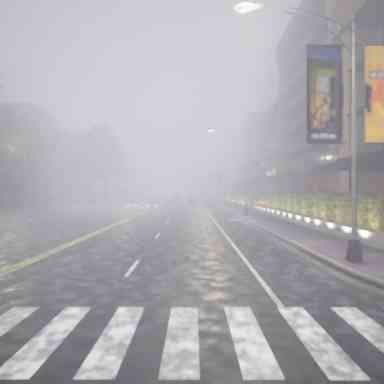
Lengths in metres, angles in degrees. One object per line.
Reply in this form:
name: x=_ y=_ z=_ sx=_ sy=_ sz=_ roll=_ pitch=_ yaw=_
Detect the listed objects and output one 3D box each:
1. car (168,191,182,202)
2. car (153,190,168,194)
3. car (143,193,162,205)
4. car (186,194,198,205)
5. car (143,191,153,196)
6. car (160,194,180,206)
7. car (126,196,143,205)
car: x=-3.520 y=1.192 z=73.776 sx=2.150 sy=2.045 sz=5.566 roll=0 pitch=0 yaw=0
car: x=-7.021 y=1.189 z=76.272 sx=2.150 sy=2.045 sz=5.566 roll=0 pitch=0 yaw=0
car: x=-7.057 y=1.477 z=59.641 sx=1.837 sy=1.490 sz=4.892 roll=0 pitch=0 yaw=1
car: x=0.062 y=1.499 z=58.747 sx=1.812 sy=1.442 sz=4.674 roll=0 pitch=0 yaw=0
car: x=-10.521 y=1.318 z=76.364 sx=2.097 sy=1.767 sz=4.553 roll=0 pitch=0 yaw=0
car: x=-3.466 y=1.523 z=53.299 sx=2.033 sy=1.411 sz=5.357 roll=0 pitch=0 yaw=1
car: x=-10.558 y=1.536 z=59.679 sx=1.994 sy=1.385 sz=4.181 roll=0 pitch=0 yaw=1
